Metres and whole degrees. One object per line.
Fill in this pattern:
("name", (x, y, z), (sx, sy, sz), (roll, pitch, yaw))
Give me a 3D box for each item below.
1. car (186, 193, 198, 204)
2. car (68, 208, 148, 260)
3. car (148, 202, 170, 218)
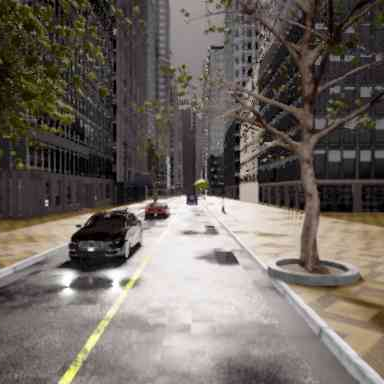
("car", (0.006, 1.198, 61.825), (2.150, 2.045, 5.566), (0, 0, 0))
("car", (-3.042, 1.491, 12.518), (1.837, 1.490, 4.892), (0, 0, 1))
("car", (-2.999, 1.577, 29.658), (1.895, 1.301, 4.718), (0, 0, 0))
